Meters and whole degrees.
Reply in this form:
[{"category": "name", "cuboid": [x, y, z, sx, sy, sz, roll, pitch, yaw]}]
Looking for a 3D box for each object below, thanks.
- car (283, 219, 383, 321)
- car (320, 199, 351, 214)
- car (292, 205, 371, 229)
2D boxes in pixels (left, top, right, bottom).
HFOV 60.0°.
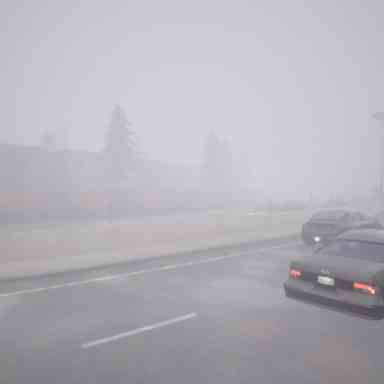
[{"category": "car", "cuboid": [4.177, 1.526, 7.203, 5.357, 1.411, 2.033, 0, 0, -40]}, {"category": "car", "cuboid": [15.350, 1.467, 35.411, 2.033, 1.411, 5.357, 0, 0, 34]}, {"category": "car", "cuboid": [6.403, 1.472, 13.925, 4.892, 1.490, 1.837, 0, 0, -43]}]
